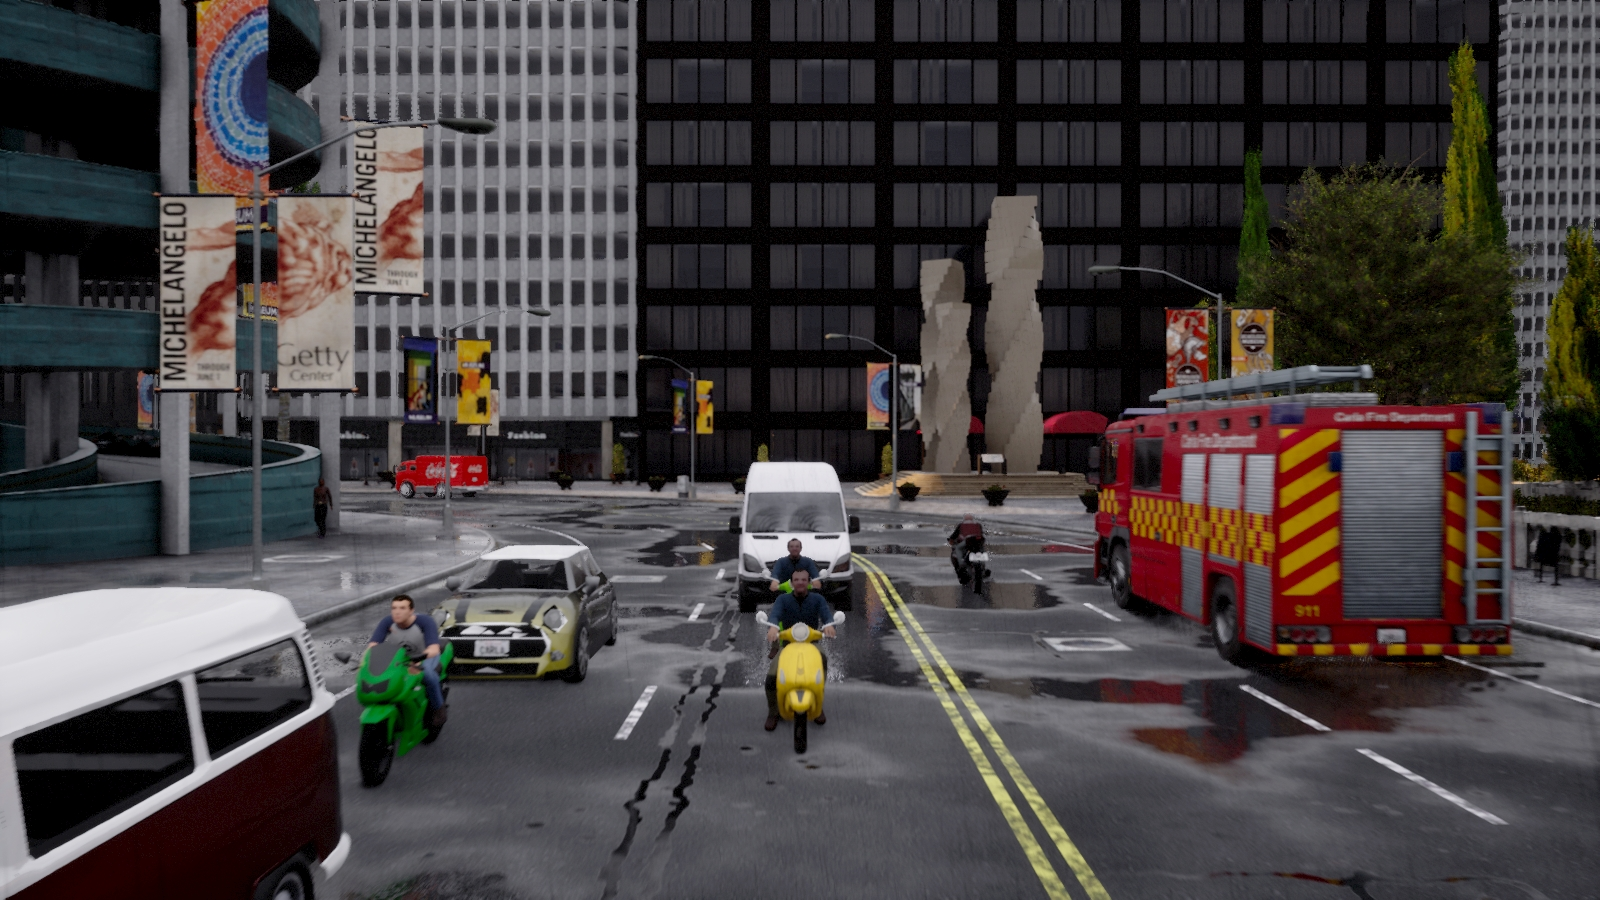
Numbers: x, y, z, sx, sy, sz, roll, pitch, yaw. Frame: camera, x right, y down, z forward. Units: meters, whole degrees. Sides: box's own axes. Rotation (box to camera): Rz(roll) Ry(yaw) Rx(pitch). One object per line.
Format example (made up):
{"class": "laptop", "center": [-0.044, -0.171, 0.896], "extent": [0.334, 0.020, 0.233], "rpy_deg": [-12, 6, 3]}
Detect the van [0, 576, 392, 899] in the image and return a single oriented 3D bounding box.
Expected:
{"class": "van", "center": [-3.534, 1.782, 4.705], "extent": [2.069, 2.038, 4.480], "rpy_deg": [0, 0, 1]}

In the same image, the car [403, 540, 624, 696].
{"class": "car", "center": [-3.555, 2.063, 14.916], "extent": [1.970, 1.475, 3.806], "rpy_deg": [0, 0, -1]}

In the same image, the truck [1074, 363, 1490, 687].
{"class": "truck", "center": [6.716, 0.888, 17.750], "extent": [2.891, 3.827, 8.468], "rpy_deg": [0, 0, 0]}

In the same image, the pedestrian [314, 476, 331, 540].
{"class": "pedestrian", "center": [-14.077, 1.693, 33.680], "extent": [0.375, 1.860, 0.375], "rpy_deg": [0, 0, -9]}

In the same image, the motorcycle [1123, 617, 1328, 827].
{"class": "motorcycle", "center": [3.514, 2.204, 9.704], "extent": [0.867, 1.251, 2.209], "rpy_deg": [0, 0, -1]}

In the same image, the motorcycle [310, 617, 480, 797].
{"class": "motorcycle", "center": [-3.540, 2.212, 10.195], "extent": [0.803, 1.145, 2.033], "rpy_deg": [0, 0, 0]}

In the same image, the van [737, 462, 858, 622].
{"class": "van", "center": [-0.170, 1.532, 21.719], "extent": [1.988, 2.561, 5.915], "rpy_deg": [0, 0, -3]}

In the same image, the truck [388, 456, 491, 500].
{"class": "truck", "center": [-20.809, 1.561, 65.910], "extent": [5.204, 2.467, 2.627], "rpy_deg": [0, 0, 23]}
